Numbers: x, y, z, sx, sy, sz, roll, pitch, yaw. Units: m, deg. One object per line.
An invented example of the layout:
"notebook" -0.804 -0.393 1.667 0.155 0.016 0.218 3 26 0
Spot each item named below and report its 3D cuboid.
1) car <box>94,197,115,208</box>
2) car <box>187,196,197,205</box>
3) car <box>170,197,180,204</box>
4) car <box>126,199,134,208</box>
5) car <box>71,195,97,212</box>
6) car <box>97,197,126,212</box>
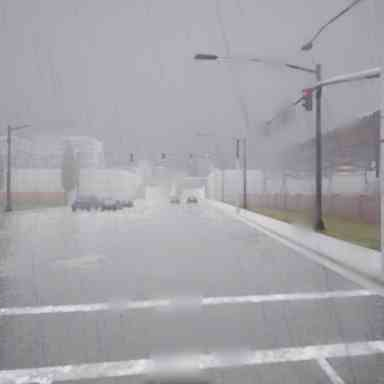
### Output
"car" -13.995 1.631 53.377 2.097 1.767 4.553 0 0 0
"car" 0.044 1.626 69.077 2.097 1.767 4.553 0 0 0
"car" -3.456 1.759 69.108 2.128 1.511 4.902 0 0 0
"car" -10.509 1.841 52.696 1.994 1.385 4.181 0 0 0
"car" -13.995 1.468 43.926 2.150 2.045 5.566 0 0 0
"car" -10.504 1.723 43.703 1.882 1.535 5.008 0 0 1
